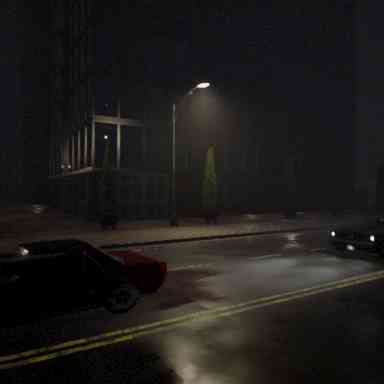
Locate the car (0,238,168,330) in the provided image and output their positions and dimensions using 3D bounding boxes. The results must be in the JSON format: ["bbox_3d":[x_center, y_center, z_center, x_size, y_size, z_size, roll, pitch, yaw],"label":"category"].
[{"bbox_3d":[-2.894,1.601,6.061,4.718,1.301,1.895,0,0,-36],"label":"car"}]

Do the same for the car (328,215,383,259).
[{"bbox_3d":[7.328,1.601,12.590,4.718,1.301,1.895,0,0,-32],"label":"car"}]
